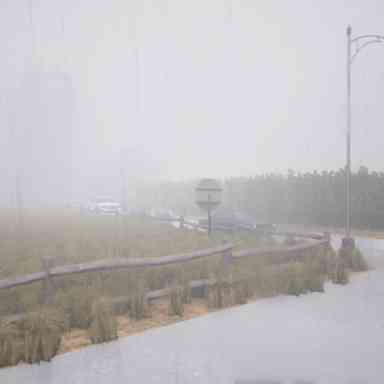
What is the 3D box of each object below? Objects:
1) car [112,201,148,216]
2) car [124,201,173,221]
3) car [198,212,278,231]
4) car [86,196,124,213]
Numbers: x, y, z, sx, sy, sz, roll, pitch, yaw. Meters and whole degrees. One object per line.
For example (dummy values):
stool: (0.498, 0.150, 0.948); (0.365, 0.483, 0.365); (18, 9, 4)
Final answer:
car: (-7.082, 1.815, 37.679); (2.128, 1.511, 4.902); (1, 0, -35)
car: (-3.380, 1.626, 26.875); (2.097, 1.767, 4.553); (1, -1, -36)
car: (2.465, 1.817, 18.702); (1.895, 1.301, 4.718); (1, -1, -36)
car: (-9.511, 1.514, 35.499); (2.150, 2.045, 5.566); (1, 0, -35)
